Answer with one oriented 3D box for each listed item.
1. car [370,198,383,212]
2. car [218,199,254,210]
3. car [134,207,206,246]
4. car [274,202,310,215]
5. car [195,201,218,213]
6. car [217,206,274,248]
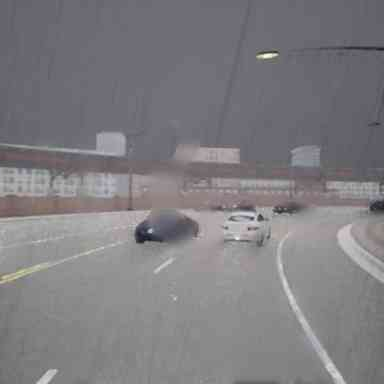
[{"bbox_3d":[25.167,1.868,43.328,4.892,1.490,1.837,0,-3,-31],"label":"car"},{"bbox_3d":[5.731,1.698,40.770,2.097,1.767,4.553,-1,-1,45],"label":"car"},{"bbox_3d":[-1.032,1.630,15.848,1.994,1.385,4.181,0,0,19],"label":"car"},{"bbox_3d":[11.261,1.853,37.430,5.357,1.411,2.033,1,-1,-43],"label":"car"},{"bbox_3d":[2.281,1.884,42.213,1.812,1.442,4.674,-1,-1,44],"label":"car"},{"bbox_3d":[2.552,1.619,15.447,1.812,1.442,4.674,0,0,19],"label":"car"}]
